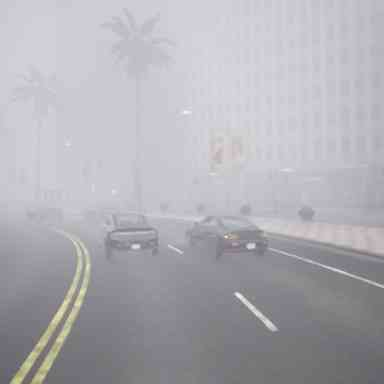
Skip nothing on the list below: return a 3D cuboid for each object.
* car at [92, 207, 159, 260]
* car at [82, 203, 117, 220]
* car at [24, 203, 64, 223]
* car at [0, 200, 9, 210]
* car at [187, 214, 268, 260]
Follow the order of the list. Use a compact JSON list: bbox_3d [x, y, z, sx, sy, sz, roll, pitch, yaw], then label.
[{"bbox_3d":[-2.598,1.563,13.008,2.128,1.511,4.902,0,0,-19],"label":"car"},{"bbox_3d":[-7.775,1.672,28.347,2.128,1.511,4.902,0,0,-40],"label":"car"},{"bbox_3d":[-12.774,1.730,28.514,4.902,1.511,2.128,-1,0,44],"label":"car"},{"bbox_3d":[-30.266,1.996,51.747,4.892,1.521,2.231,-1,0,39],"label":"car"},{"bbox_3d":[1.185,1.553,12.673,1.812,1.442,4.674,0,0,-17],"label":"car"}]
